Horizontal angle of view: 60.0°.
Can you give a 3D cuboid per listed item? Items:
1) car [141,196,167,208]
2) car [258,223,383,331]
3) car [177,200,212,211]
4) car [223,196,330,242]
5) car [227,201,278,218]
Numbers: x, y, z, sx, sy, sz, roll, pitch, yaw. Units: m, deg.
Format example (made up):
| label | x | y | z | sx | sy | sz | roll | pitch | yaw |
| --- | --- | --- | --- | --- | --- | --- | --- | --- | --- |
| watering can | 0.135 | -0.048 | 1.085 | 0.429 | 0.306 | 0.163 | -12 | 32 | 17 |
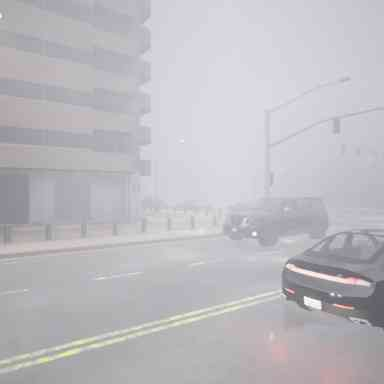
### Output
| label | x | y | z | sx | sy | sz | roll | pitch | yaw |
| --- | --- | --- | --- | --- | --- | --- | --- | --- | --- |
| car | -5.329 | 1.297 | 46.273 | 2.097 | 1.767 | 4.553 | 0 | 0 | -34 |
| car | 3.848 | 1.491 | 6.486 | 4.902 | 1.511 | 2.128 | 0 | 0 | -35 |
| car | 0.228 | 1.545 | 38.210 | 1.895 | 1.301 | 4.718 | 0 | 0 | -35 |
| car | 4.036 | 1.223 | 15.379 | 5.566 | 2.045 | 2.150 | 0 | 0 | -35 |
| car | 5.485 | 1.545 | 30.744 | 1.895 | 1.301 | 4.718 | 0 | 0 | -35 |
